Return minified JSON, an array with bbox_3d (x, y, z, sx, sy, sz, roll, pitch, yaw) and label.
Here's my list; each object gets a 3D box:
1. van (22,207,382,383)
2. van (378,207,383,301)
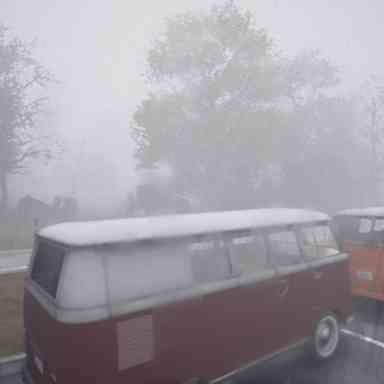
[{"bbox_3d":[0.359,1.252,4.308,4.442,1.987,1.878,-1,-2,-36],"label":"van"},{"bbox_3d":[5.071,1.269,7.324,4.442,1.987,1.878,-1,-1,-31],"label":"van"}]
